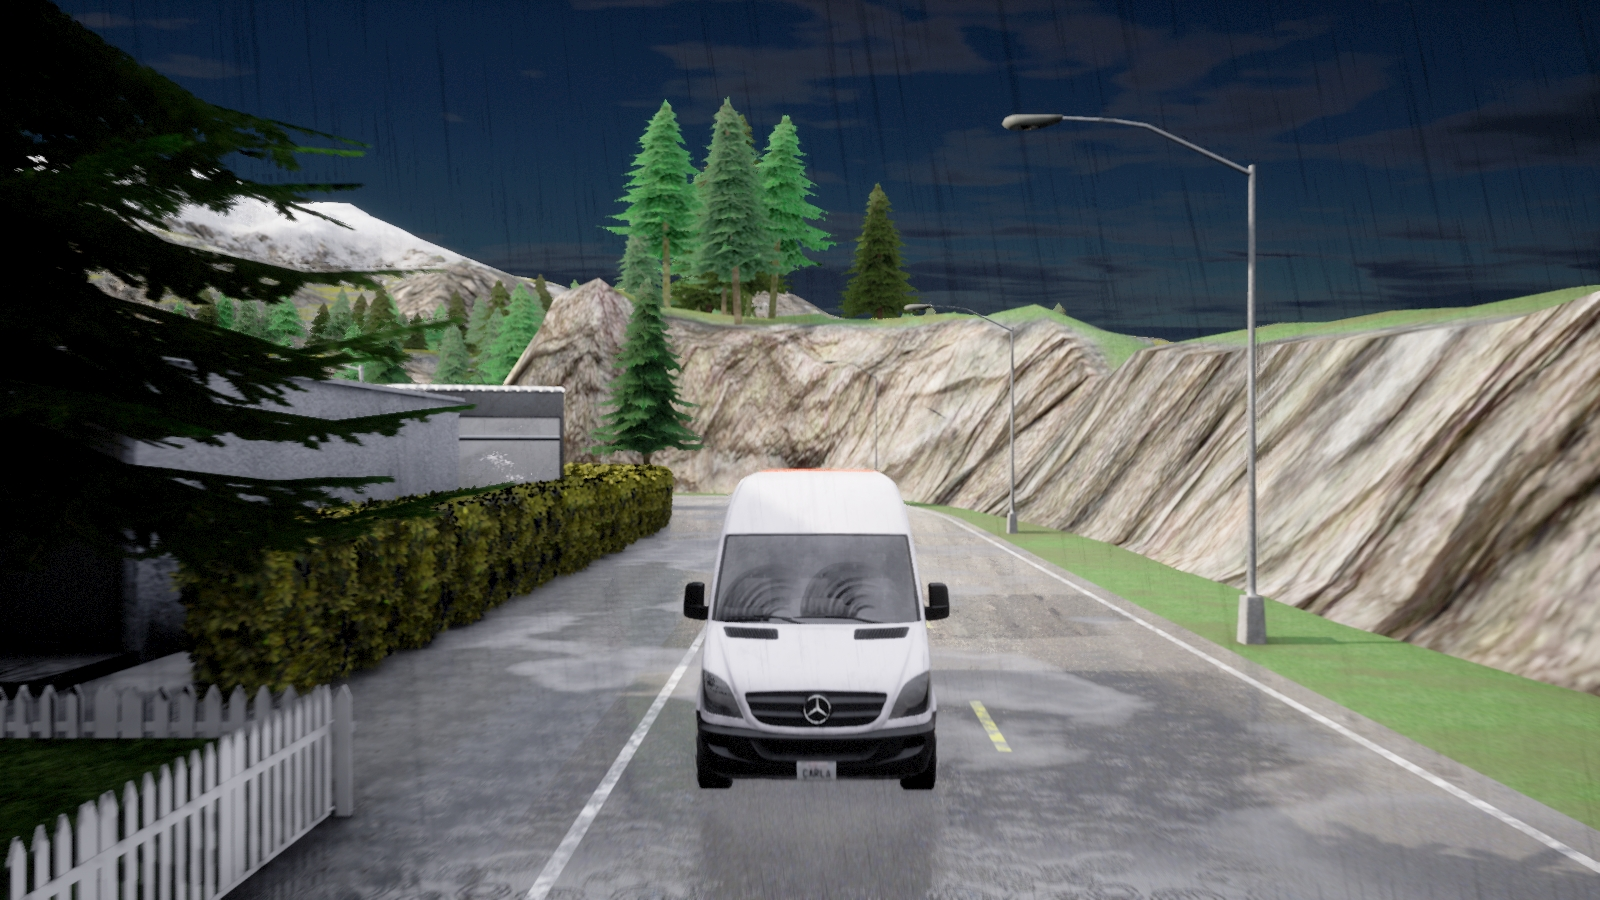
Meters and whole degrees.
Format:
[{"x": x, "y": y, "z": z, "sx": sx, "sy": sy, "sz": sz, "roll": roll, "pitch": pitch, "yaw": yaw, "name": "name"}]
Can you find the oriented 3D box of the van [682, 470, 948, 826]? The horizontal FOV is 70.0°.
[{"x": 0.161, "y": 1.529, "z": 11.480, "sx": 1.988, "sy": 2.561, "sz": 5.915, "roll": 0, "pitch": 0, "yaw": 1, "name": "van"}]
